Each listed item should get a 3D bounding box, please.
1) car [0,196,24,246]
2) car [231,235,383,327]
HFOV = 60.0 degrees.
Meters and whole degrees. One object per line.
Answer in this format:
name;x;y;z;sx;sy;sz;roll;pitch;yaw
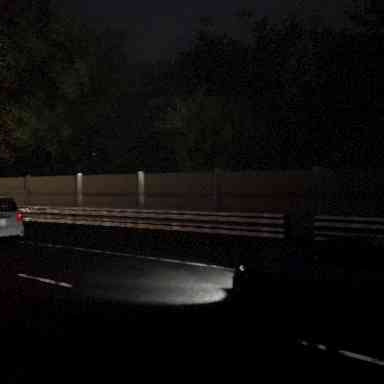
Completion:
car;-9.274;1.164;13.427;5.566;2.045;2.150;0;0;28
car;2.861;1.519;6.205;4.181;1.385;1.994;0;0;33
